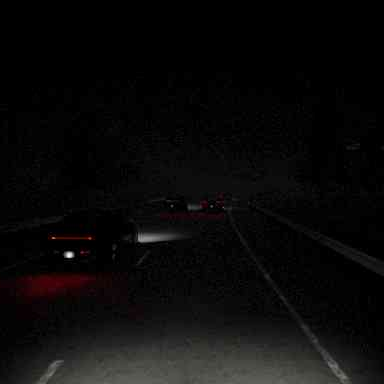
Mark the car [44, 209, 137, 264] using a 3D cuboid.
[{"bbox_3d":[-3.115,1.332,11.100,1.837,1.490,4.892,0,1,2],"label":"car"}]

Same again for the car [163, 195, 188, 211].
[{"bbox_3d":[-1.486,0.999,32.038,2.128,1.511,4.902,0,1,7],"label":"car"}]

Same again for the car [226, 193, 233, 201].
[{"bbox_3d":[5.830,0.752,55.800,1.895,1.301,4.718,0,1,12],"label":"car"}]

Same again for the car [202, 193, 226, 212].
[{"bbox_3d":[1.995,1.041,31.682,1.812,1.442,4.674,0,1,7],"label":"car"}]
